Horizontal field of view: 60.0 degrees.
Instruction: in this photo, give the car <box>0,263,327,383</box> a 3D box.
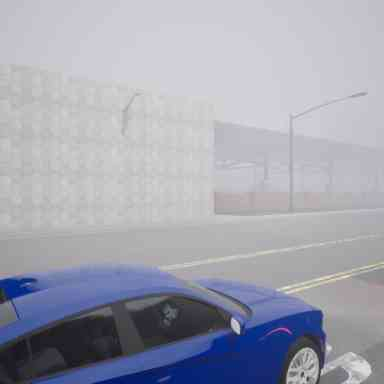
[{"bbox_3d":[-0.691,1.478,3.256,5.008,1.535,1.882,0,0,-36],"label":"car"}]
